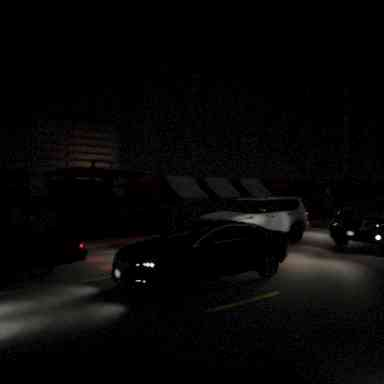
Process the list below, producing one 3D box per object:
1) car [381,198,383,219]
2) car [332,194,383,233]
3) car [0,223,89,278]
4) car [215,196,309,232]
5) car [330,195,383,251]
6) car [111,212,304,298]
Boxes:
[{"bbox_3d":[15.344,1.124,23.423,4.181,1.385,1.994,0,0,-36],"label":"car"},{"bbox_3d":[11.233,1.187,20.599,5.566,2.045,2.150,0,0,-36],"label":"car"},{"bbox_3d":[-5.561,1.549,8.711,5.357,1.411,2.033,0,0,-33],"label":"car"},{"bbox_3d":[2.789,1.205,14.584,5.566,2.045,2.150,0,0,-35],"label":"car"},{"bbox_3d":[8.223,1.197,14.160,5.566,2.045,2.150,0,0,-35],"label":"car"},{"bbox_3d":[0.400,1.484,8.579,4.902,1.511,2.128,0,0,-35],"label":"car"}]
